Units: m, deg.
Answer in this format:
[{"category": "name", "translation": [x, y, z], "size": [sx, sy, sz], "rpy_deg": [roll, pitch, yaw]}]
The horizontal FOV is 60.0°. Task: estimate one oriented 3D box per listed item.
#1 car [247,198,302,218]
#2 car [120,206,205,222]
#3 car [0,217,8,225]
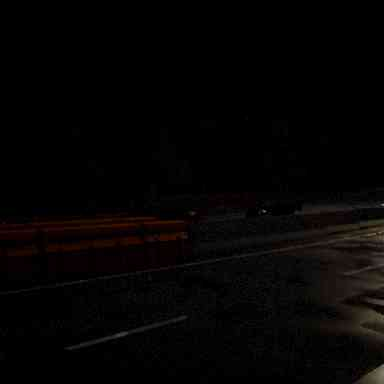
[{"category": "car", "translation": [6.418, 1.284, 25.730], "size": [5.008, 1.535, 1.882], "rpy_deg": [-2, 1, -36]}, {"category": "car", "translation": [-1.758, 1.522, 19.830], "size": [5.357, 1.411, 2.033], "rpy_deg": [0, 0, -36]}, {"category": "car", "translation": [-10.347, 1.507, 13.766], "size": [4.892, 1.490, 1.837], "rpy_deg": [0, 0, -35]}]
